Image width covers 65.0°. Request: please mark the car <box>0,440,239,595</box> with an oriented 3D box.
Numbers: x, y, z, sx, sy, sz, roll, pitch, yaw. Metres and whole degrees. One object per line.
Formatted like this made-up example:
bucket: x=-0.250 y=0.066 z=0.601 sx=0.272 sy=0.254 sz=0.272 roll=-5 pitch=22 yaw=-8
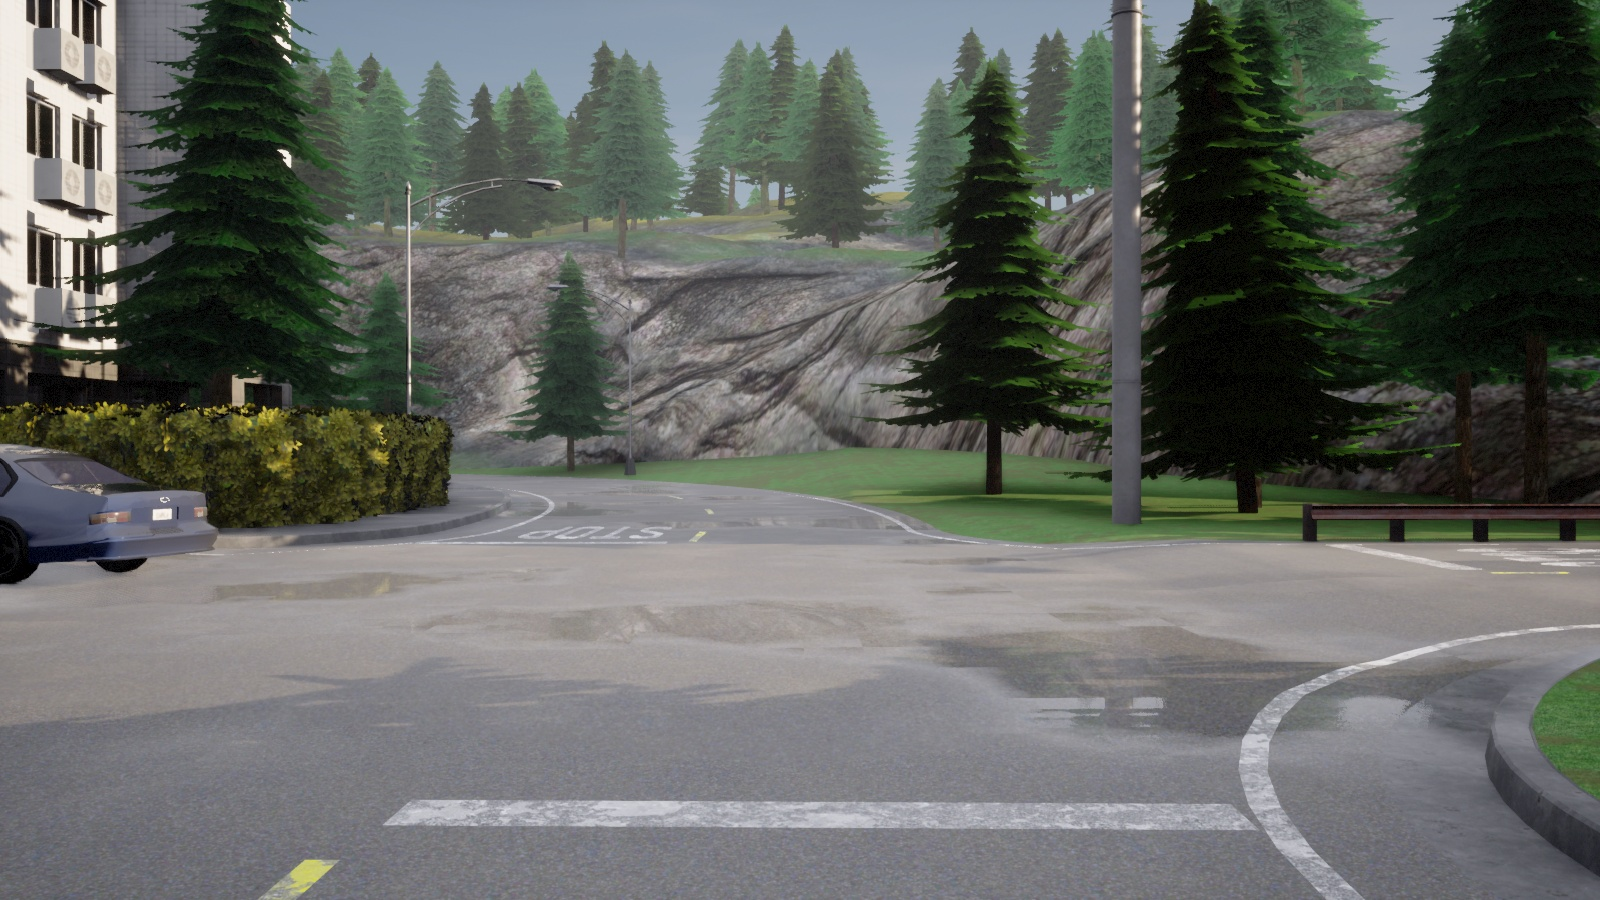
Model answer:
car: x=-9.259 y=0.604 z=13.918 sx=5.357 sy=1.411 sz=2.033 roll=3 pitch=0 yaw=13
